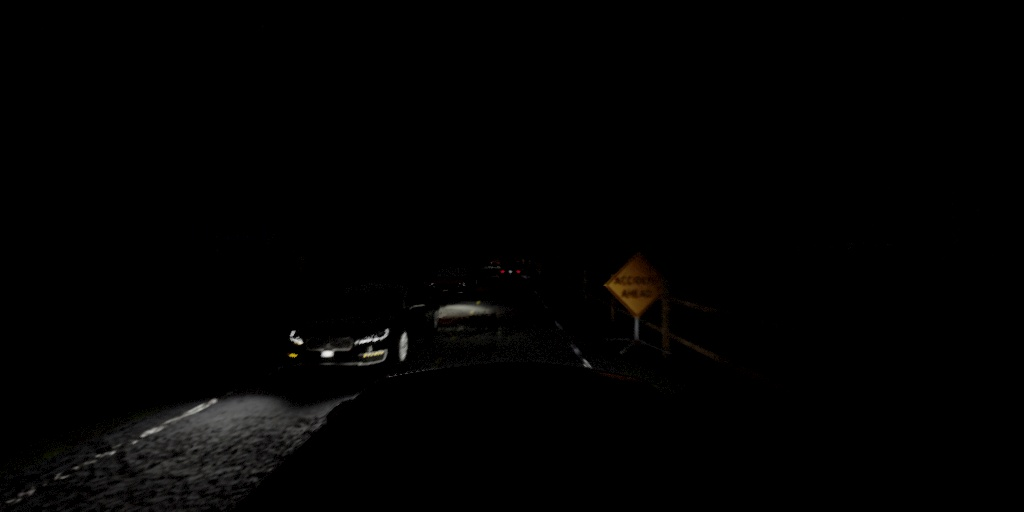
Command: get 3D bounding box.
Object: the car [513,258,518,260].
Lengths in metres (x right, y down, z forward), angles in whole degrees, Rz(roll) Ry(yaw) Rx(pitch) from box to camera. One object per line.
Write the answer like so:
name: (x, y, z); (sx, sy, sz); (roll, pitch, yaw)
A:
car: (-0.170, 1.228, 47.847); (1.837, 1.490, 4.892); (0, 0, 0)

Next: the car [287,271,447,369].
car: (-2.874, 1.261, 7.985); (1.837, 1.490, 4.892); (0, 0, 0)

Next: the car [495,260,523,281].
car: (-0.087, 1.273, 30.118); (2.033, 1.411, 5.357); (0, 0, 1)

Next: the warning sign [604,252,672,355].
warning sign: (2.433, 0.849, 7.021); (1.300, 1.860, 1.060); (0, 0, 0)

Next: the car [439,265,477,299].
car: (-2.924, 1.224, 18.266); (1.882, 1.535, 5.008); (0, 0, 0)
